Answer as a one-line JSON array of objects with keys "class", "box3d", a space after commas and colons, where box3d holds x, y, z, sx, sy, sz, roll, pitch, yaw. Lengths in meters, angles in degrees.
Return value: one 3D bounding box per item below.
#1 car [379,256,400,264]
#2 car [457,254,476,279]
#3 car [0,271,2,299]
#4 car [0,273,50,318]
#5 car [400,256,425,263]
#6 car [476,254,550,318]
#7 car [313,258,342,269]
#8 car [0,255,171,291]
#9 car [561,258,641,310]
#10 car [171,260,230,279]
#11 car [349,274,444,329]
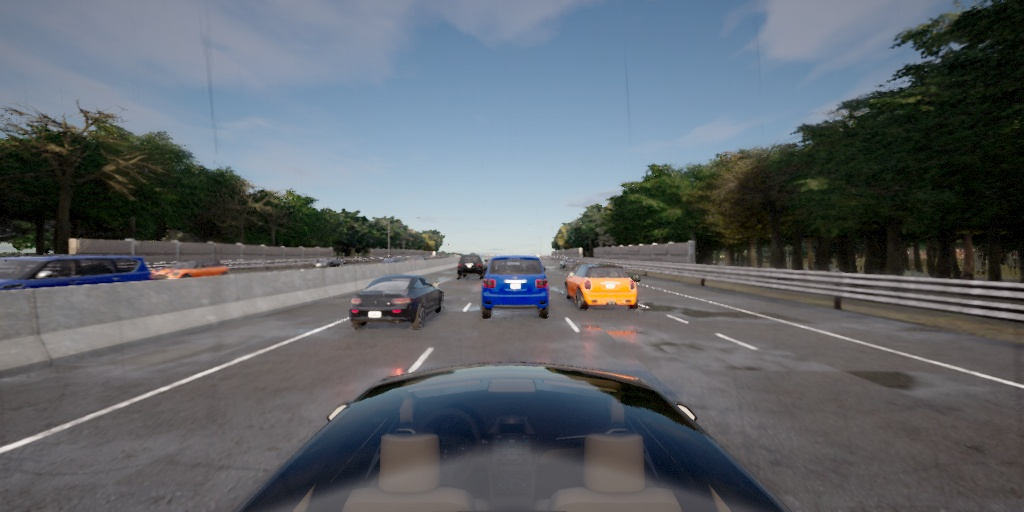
[{"class": "car", "box3d": [-17.546, 1.028, 51.828, 2.033, 1.411, 5.357, 0, 1, 0]}, {"class": "car", "box3d": [-3.387, 0.882, 31.091, 2.150, 2.045, 5.566, 0, 0, 0]}, {"class": "car", "box3d": [-24.439, 1.349, 14.181, 1.895, 1.301, 4.718, 0, 0, -1]}, {"class": "car", "box3d": [-17.595, 1.317, 10.796, 1.994, 1.385, 4.181, 0, 0, 0]}, {"class": "car", "box3d": [-14.049, 0.832, 51.919, 2.097, 1.767, 4.553, 0, 1, 0]}, {"class": "car", "box3d": [0.105, 0.974, 13.196, 2.150, 2.045, 5.566, 0, 0, 0]}, {"class": "car", "box3d": [-24.548, 1.011, 47.866, 2.128, 1.511, 4.902, 0, 0, 0]}, {"class": "car", "box3d": [-14.096, 0.976, 10.797, 2.150, 2.045, 5.566, 0, 0, 0]}, {"class": "car", "box3d": [3.506, 1.102, 14.885, 2.097, 1.767, 4.553, 0, 0, 0]}, {"class": "car", "box3d": [-21.086, 1.061, 23.541, 2.097, 1.767, 4.553, 0, 0, 0]}, {"class": "car", "box3d": [-3.395, 1.280, 11.187, 1.812, 1.442, 4.674, 0, 0, 0]}]
